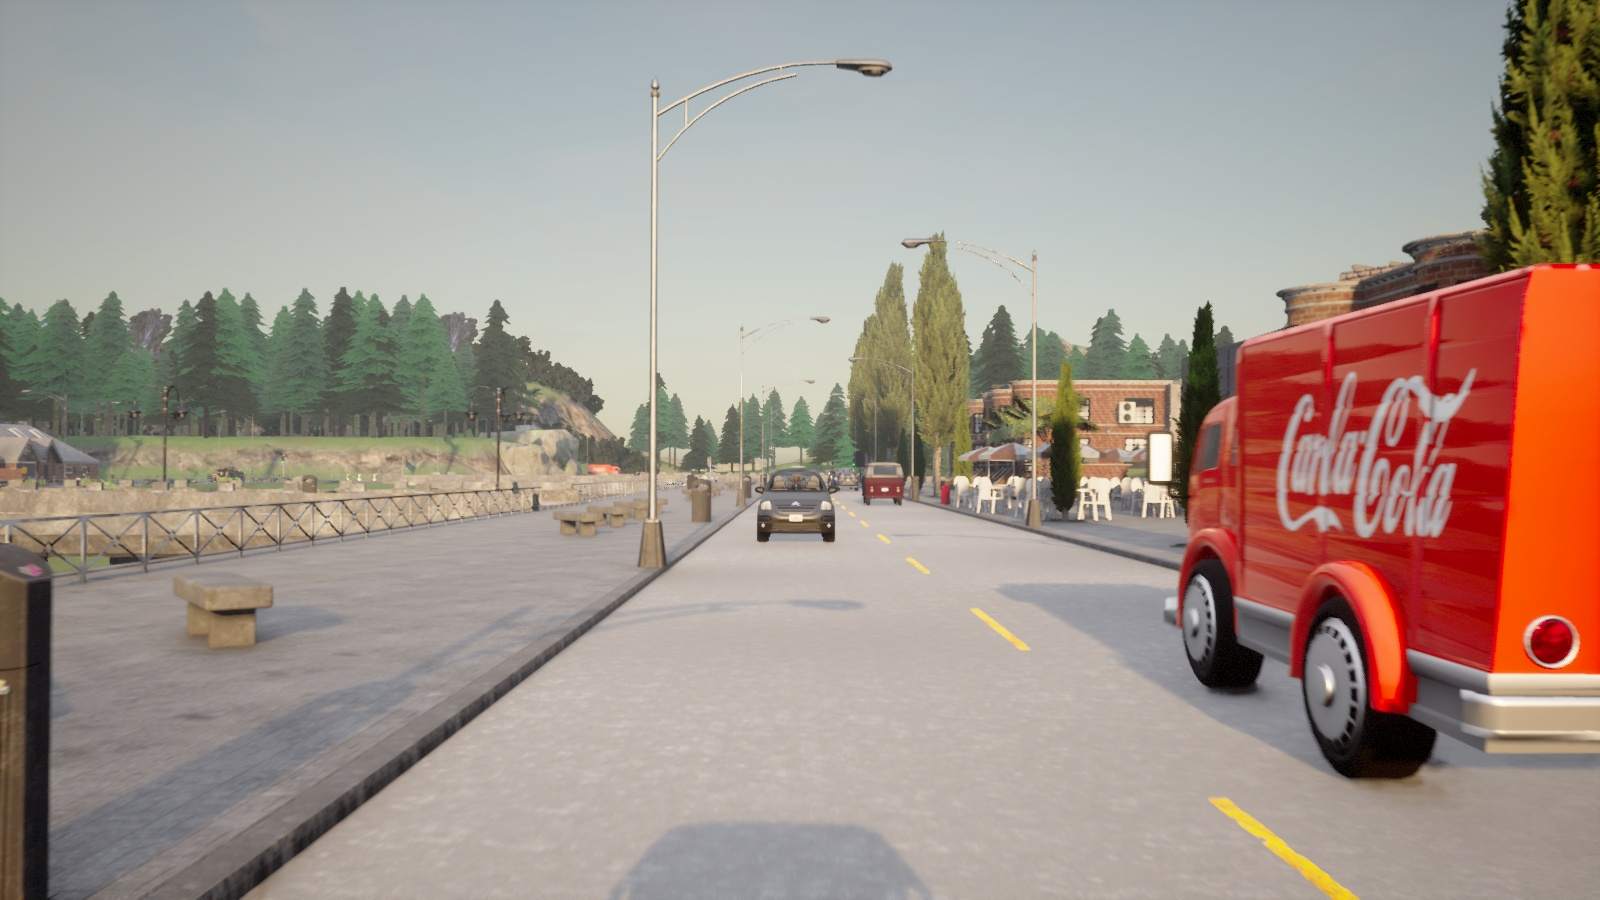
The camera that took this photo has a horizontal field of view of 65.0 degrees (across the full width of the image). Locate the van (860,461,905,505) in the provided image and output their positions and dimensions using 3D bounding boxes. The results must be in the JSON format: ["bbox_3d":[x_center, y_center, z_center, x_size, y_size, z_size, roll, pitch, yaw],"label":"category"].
[{"bbox_3d":[3.846,1.526,59.023,1.775,1.987,4.442,0,-1,0],"label":"van"}]

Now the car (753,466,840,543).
[{"bbox_3d":[-0.074,1.186,28.667,1.851,1.617,3.988,0,-1,0],"label":"car"}]

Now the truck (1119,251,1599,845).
[{"bbox_3d":[3.976,0.441,7.832,2.627,2.467,5.204,0,-1,0],"label":"truck"}]
